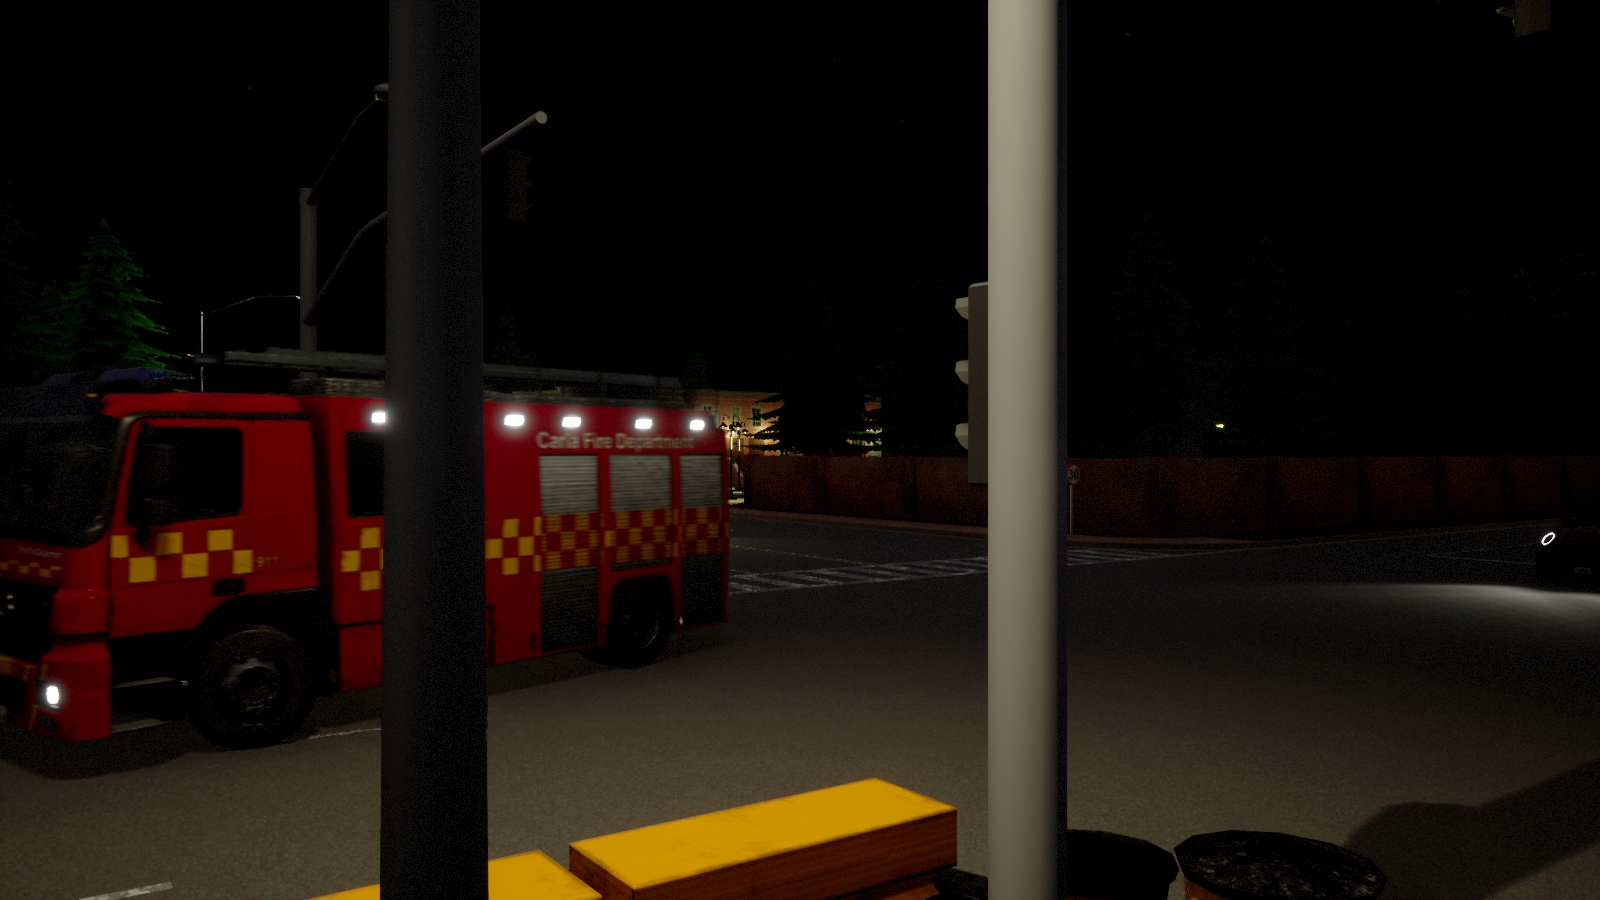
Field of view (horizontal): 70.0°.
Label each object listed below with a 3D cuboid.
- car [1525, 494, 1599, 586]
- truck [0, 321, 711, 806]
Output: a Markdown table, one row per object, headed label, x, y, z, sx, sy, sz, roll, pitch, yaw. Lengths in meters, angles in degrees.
| label | x | y | z | sx | sy | sz | roll | pitch | yaw |
| --- | --- | --- | --- | --- | --- | --- | --- | --- | --- |
| car | 18.010 | 1.906 | 24.946 | 4.553 | 1.767 | 2.097 | 0 | 0 | -35 |
| truck | -4.946 | 0.890 | 13.214 | 2.891 | 3.827 | 8.468 | 0 | 0 | 37 |
